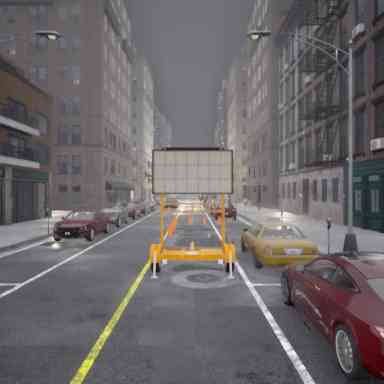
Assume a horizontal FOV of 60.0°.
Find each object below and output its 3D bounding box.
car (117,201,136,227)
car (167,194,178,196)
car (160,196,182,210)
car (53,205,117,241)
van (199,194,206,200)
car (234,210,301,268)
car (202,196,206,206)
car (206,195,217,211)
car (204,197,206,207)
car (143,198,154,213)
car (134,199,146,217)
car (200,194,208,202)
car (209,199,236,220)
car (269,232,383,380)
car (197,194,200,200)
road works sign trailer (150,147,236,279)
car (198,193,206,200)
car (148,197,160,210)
[{"bbox_3d":[-5.342,1.547,22.246,2.008,1.369,4.403,0,0,0],"label":"car"},{"bbox_3d":[-5.248,1.293,83.217,2.192,1.841,5.009,0,0,0],"label":"car"},{"bbox_3d":[-2.746,1.539,42.864,2.033,1.411,5.357,0,0,0],"label":"car"},{"bbox_3d":[-5.354,1.542,16.564,1.887,1.381,4.507,0,0,0],"label":"car"},{"bbox_3d":[2.874,1.318,88.705,1.690,1.788,3.998,0,0,0],"label":"van"},{"bbox_3d":[2.660,1.524,11.036,1.752,1.417,4.829,0,0,0],"label":"car"},{"bbox_3d":[2.729,1.542,44.959,2.008,1.369,4.403,0,0,0],"label":"car"},{"bbox_3d":[2.706,1.434,33.595,1.967,1.590,4.097,0,0,0],"label":"car"},{"bbox_3d":[2.718,1.537,39.277,1.887,1.381,4.507,0,0,0],"label":"car"},{"bbox_3d":[-5.319,1.560,33.611,1.947,1.339,4.313,0,0,0],"label":"car"},{"bbox_3d":[-5.331,1.540,27.929,1.887,1.381,4.507,0,0,0],"label":"car"},{"bbox_3d":[2.741,1.304,50.642,2.192,1.841,5.009,0,0,0],"label":"car"},{"bbox_3d":[2.694,1.540,27.912,1.887,1.381,4.507,0,0,0],"label":"car"},{"bbox_3d":[2.648,1.581,5.183,1.802,1.307,4.206,0,0,0],"label":"car"},{"bbox_3d":[2.860,1.295,77.697,2.192,1.841,5.009,0,0,0],"label":"car"},{"bbox_3d":[0.021,0.463,10.057,2.380,3.560,2.880,0,0,0],"label":"road works sign trailer"},{"bbox_3d":[2.880,1.289,94.209,2.192,1.841,5.009,0,0,0],"label":"car"},{"bbox_3d":[-5.307,1.433,39.293,1.967,1.590,4.097,0,0,0],"label":"car"}]
